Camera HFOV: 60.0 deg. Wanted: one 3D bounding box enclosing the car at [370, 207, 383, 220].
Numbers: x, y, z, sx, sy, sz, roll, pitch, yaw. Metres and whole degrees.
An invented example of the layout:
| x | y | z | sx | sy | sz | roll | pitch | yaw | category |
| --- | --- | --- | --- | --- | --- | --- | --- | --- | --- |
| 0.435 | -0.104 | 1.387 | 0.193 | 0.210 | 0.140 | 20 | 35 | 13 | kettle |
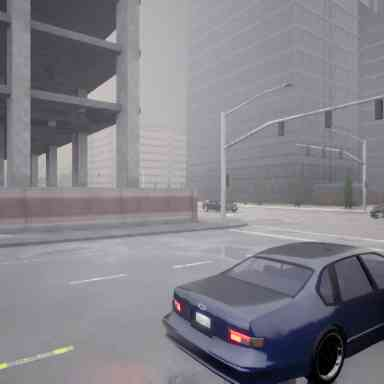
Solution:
| x | y | z | sx | sy | sz | roll | pitch | yaw | category |
| --- | --- | --- | --- | --- | --- | --- | --- | --- | --- |
| 16.338 | 1.491 | 25.524 | 2.128 | 1.511 | 4.902 | 0 | 0 | -36 | car |

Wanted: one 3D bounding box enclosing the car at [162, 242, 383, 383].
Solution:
| x | y | z | sx | sy | sz | roll | pitch | yaw | category |
| --- | --- | --- | --- | --- | --- | --- | --- | --- | --- |
| 2.184 | 1.547 | 5.348 | 5.357 | 1.411 | 2.033 | 0 | 0 | -35 | car |

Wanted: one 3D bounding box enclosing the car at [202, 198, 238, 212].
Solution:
| x | y | z | sx | sy | sz | roll | pitch | yaw | category |
| --- | --- | --- | --- | --- | --- | --- | --- | --- | --- |
| 3.106 | 1.505 | 37.433 | 1.837 | 1.490 | 4.892 | 0 | 0 | -36 | car |
